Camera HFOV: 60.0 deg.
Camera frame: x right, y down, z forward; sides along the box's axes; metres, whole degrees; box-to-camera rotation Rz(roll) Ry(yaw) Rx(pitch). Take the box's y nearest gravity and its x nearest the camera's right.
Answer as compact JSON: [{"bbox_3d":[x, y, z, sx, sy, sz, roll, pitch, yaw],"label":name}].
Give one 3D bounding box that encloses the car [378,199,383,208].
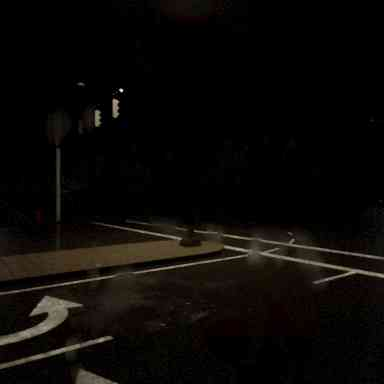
[{"bbox_3d":[28.379,1.328,47.147,4.553,1.767,2.097,0,0,-36],"label":"car"}]
